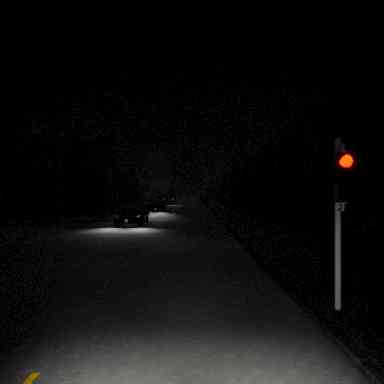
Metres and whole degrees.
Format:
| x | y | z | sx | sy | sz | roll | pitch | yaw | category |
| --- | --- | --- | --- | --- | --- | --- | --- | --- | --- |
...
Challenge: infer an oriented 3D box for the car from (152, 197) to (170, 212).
| x | y | z | sx | sy | sz | roll | pitch | yaw | category |
| --- | --- | --- | --- | --- | --- | --- | --- | --- | --- |
| -4.087 | 1.600 | 39.454 | 1.895 | 1.301 | 4.718 | 0 | 0 | 0 | car |

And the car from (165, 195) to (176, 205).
| x | y | z | sx | sy | sz | roll | pitch | yaw | category |
| --- | --- | --- | --- | --- | --- | --- | --- | --- | --- |
| -4.038 | 1.351 | 58.457 | 2.097 | 1.767 | 4.553 | 0 | 0 | 0 | car |

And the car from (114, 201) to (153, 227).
| x | y | z | sx | sy | sz | roll | pitch | yaw | category |
| --- | --- | --- | --- | --- | --- | --- | --- | --- | --- |
| -4.101 | 1.525 | 23.122 | 1.812 | 1.442 | 4.674 | 0 | 0 | 0 | car |
